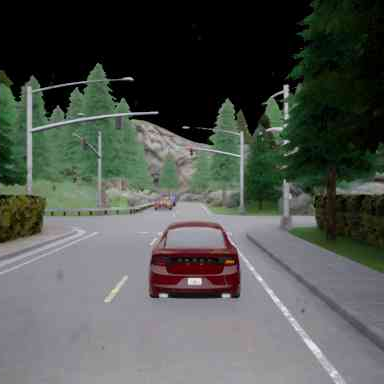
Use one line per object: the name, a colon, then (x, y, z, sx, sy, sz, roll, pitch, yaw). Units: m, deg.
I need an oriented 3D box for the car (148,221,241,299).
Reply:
car: (0.069, 1.477, 8.527, 1.882, 1.535, 5.008, 0, 0, 0)

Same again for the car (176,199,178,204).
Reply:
car: (-3.569, 1.476, 53.018, 1.882, 1.535, 5.008, 0, 0, 0)

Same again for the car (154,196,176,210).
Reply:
car: (-3.583, 1.351, 42.629, 2.097, 1.767, 4.553, 0, 0, 0)

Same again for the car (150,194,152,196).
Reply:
car: (-10.993, 1.353, 79.667, 4.553, 1.767, 2.097, 0, 0, 24)

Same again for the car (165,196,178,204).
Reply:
car: (-4.027, 1.476, 64.357, 1.882, 1.535, 5.008, 0, 0, -12)
